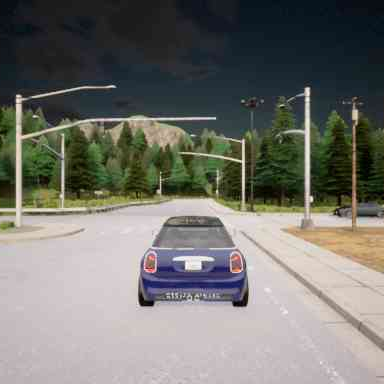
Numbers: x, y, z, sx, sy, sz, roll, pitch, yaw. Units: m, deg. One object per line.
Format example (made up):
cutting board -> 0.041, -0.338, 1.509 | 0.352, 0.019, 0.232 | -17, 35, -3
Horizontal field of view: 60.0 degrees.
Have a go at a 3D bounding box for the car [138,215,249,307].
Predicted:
car -> 0.042, 1.349, 8.150 | 2.097, 1.767, 4.553 | 0, 0, 0

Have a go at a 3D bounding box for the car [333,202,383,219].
car -> 14.515, 1.591, 28.770 | 4.181, 1.385, 1.994 | 0, 0, 1
